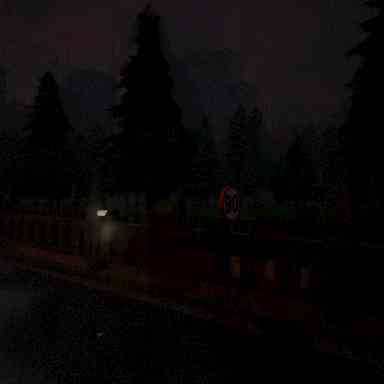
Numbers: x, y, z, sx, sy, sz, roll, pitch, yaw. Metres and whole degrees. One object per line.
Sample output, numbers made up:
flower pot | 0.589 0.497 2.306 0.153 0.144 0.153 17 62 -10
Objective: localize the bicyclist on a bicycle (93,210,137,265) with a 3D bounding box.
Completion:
bicyclist on a bicycle | -2.162 1.341 9.685 0.582 1.620 1.656 1 -3 36
